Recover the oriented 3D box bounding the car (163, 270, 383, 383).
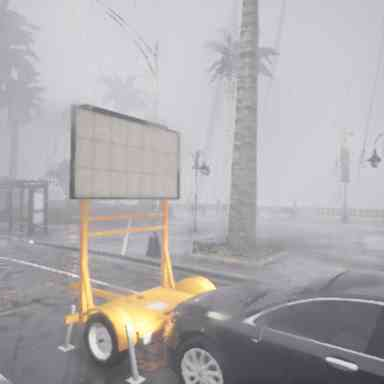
[{"bbox_3d":[1.782,1.551,3.196,4.892,1.490,1.837,1,0,43],"label":"car"}]

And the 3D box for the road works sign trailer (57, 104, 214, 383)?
[{"bbox_3d":[-1.169,0.521,5.663,2.880,3.560,2.380,0,-1,36],"label":"road works sign trailer"}]
